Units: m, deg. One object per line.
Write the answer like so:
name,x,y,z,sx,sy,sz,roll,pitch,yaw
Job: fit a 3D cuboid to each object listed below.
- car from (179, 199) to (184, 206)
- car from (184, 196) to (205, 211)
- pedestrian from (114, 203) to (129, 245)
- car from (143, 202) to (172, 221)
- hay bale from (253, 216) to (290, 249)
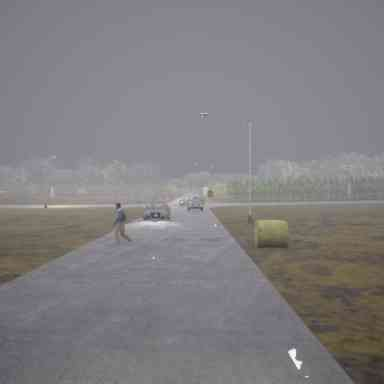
car,0.067,1.332,49.494,2.128,1.511,4.902,0,1,37
car,0.357,1.450,38.719,2.033,1.411,5.357,0,0,-1
pedestrian,-2.948,1.280,13.823,0.375,1.860,0.375,-1,2,-10
car,-2.636,1.519,26.261,1.994,1.385,4.181,0,0,1
hay bale,3.244,1.642,13.681,1.220,1.180,1.240,1,1,0
